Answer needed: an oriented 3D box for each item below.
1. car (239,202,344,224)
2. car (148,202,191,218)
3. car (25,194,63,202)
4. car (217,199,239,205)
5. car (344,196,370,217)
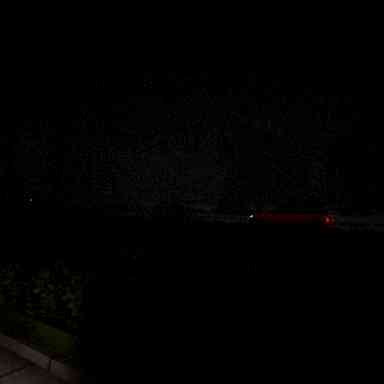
[{"bbox_3d":[5.088,1.358,17.296,4.553,1.767,2.097,0,0,35],"label":"car"},{"bbox_3d":[-1.859,1.537,28.087,1.784,1.438,3.905,0,0,35],"label":"car"},{"bbox_3d":[-21.883,1.262,49.403,2.150,2.045,5.566,0,0,37],"label":"car"},{"bbox_3d":[4.566,1.523,39.297,1.816,1.474,4.193,0,0,35],"label":"car"},{"bbox_3d":[15.921,1.318,32.007,1.905,1.878,3.866,0,0,35],"label":"car"}]
